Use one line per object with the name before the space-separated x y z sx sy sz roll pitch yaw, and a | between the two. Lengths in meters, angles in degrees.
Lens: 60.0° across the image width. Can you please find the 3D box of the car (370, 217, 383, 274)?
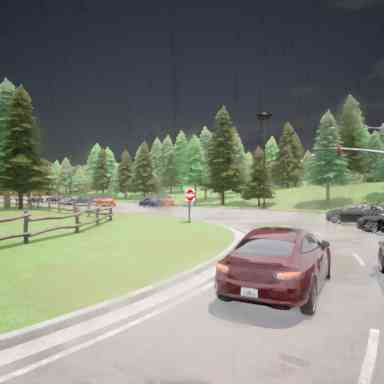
car | 5.351 1.548 7.325 2.033 1.411 5.357 0 0 24

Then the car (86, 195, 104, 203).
car | -20.470 1.503 70.298 1.837 1.490 4.892 0 0 -40

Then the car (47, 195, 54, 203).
car | -28.882 1.358 69.396 2.097 1.767 4.553 0 0 -40

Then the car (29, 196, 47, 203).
car | -31.156 1.527 66.677 1.812 1.442 4.674 0 0 -40

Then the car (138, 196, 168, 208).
car | -5.989 1.527 47.965 1.812 1.442 4.674 0 0 -40

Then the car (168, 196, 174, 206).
car | -4.750 1.354 51.914 2.097 1.767 4.553 0 0 -40

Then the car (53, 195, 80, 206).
car | -20.541 1.528 54.298 1.812 1.442 4.674 0 0 -40

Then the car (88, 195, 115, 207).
car | -13.884 1.354 51.862 2.097 1.767 4.553 0 0 -40

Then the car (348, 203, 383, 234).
car | 11.081 1.492 17.018 2.128 1.511 4.902 0 0 -40

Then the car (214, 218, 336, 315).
car | 2.043 1.526 7.629 1.812 1.442 4.674 0 0 28

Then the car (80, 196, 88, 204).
car | -21.632 1.550 66.406 2.033 1.411 5.357 0 0 -40

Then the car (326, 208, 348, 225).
car | 11.421 1.492 22.030 2.128 1.511 4.902 0 0 -40
